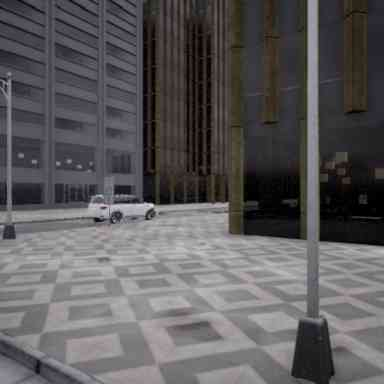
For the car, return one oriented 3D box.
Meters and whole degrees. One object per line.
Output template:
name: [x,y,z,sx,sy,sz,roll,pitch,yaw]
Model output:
car: [-5.046,1.222,24.576,2.150,2.045,5.566,0,0,37]
